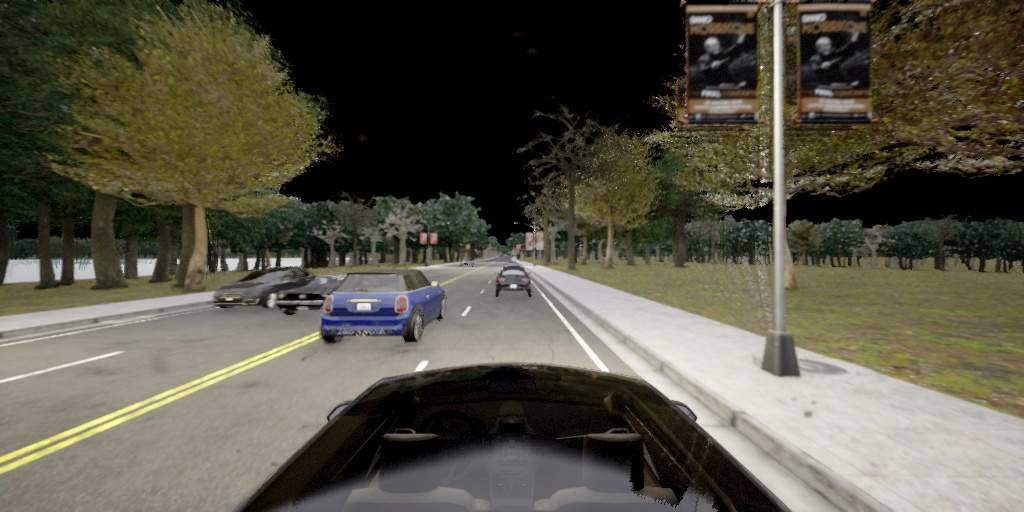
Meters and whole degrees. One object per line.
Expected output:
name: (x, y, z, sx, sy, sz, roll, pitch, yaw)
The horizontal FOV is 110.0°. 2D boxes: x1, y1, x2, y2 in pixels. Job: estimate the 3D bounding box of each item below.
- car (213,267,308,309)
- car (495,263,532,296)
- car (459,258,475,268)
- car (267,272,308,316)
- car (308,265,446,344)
car: (-9.870, 1.254, 14.926, 1.837, 1.490, 4.892, 0, 0, 0)
car: (0.063, 1.275, 19.288, 1.812, 1.442, 4.674, 0, 0, 0)
car: (-6.781, 0.973, 54.597, 1.994, 1.385, 4.181, 0, 0, -1)
car: (-6.618, 1.350, 13.535, 1.895, 1.301, 4.718, 0, 0, 0)
car: (-3.161, 1.101, 9.777, 2.097, 1.767, 4.553, 0, 0, 0)
